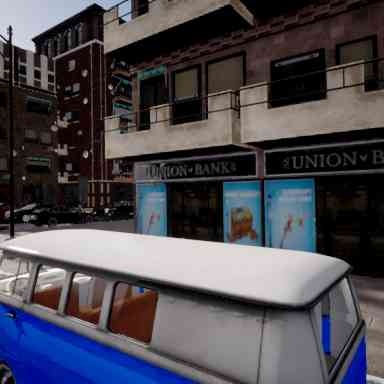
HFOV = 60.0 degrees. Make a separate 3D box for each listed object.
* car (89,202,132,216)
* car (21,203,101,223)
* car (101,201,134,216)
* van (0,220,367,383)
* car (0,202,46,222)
[{"bbox_3d":[-8.799,1.799,36.389,1.947,1.339,4.313,-2,-1,36],"label":"car"},{"bbox_3d":[-8.668,1.584,22.338,1.947,1.339,4.313,-2,-1,36],"label":"car"},{"bbox_3d":[-6.919,1.675,34.563,2.128,1.511,4.902,-1,-1,36],"label":"car"},{"bbox_3d":[-0.491,1.342,3.200,3.998,1.788,1.690,0,-1,35],"label":"van"},{"bbox_3d":[-12.462,1.636,26.961,1.837,1.490,4.892,-1,-1,36],"label":"car"}]
